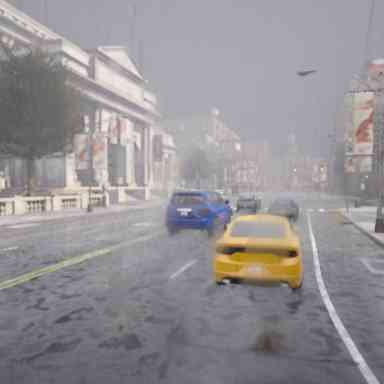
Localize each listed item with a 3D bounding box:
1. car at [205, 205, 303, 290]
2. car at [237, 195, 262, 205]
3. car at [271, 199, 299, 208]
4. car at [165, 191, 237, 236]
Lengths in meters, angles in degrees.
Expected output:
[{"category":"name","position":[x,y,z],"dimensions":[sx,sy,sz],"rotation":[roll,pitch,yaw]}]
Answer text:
[{"category":"car","position":[1.856,1.341,8.905],"dimensions":[1.882,1.535,5.008],"rotation":[0,1,15]},{"category":"car","position":[5.370,1.021,31.077],"dimensions":[2.128,1.511,4.902],"rotation":[0,1,19]},{"category":"car","position":[6.543,1.205,23.560],"dimensions":[1.994,1.385,4.181],"rotation":[0,1,19]},{"category":"car","position":[0.514,0.970,16.566],"dimensions":[2.150,2.045,5.566],"rotation":[0,1,18]}]
